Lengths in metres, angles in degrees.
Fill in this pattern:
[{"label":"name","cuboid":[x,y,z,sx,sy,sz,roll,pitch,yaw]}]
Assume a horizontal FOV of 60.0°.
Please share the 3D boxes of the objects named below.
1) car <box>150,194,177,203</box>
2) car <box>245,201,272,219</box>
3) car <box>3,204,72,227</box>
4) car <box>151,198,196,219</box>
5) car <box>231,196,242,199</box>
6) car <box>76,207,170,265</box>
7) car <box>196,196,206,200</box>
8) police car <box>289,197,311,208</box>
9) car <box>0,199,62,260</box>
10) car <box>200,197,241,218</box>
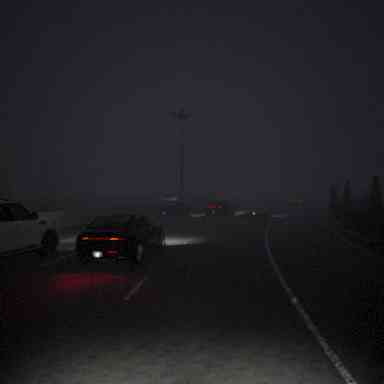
[{"label":"car","cuboid":[-4.595,1.291,55.240,2.150,2.045,5.566,0,0,32]},{"label":"car","cuboid":[5.839,1.520,29.117,1.812,1.442,4.674,0,0,21]},{"label":"car","cuboid":[-10.782,1.601,23.662,1.895,1.301,4.718,0,0,15]},{"label":"car","cuboid":[-1.534,1.529,29.231,1.812,1.442,4.674,0,0,19]},{"label":"car","cuboid":[7.448,1.549,60.136,2.128,1.511,4.902,0,0,39]},{"label":"car","cuboid":[-2.309,1.499,11.754,1.837,1.490,4.892,0,0,8]},{"label":"car","cuboid":[1.929,1.544,58.625,1.882,1.535,5.008,0,0,36]},{"label":"police car","cuboid":[15.651,1.489,47.891,2.038,1.542,4.974,0,0,35]},{"label":"car","cuboid":[-6.140,1.210,9.828,2.150,2.045,5.566,0,0,7]},{"label":"car","cuboid":[2.682,1.492,30.567,2.128,1.511,4.902,0,0,21]}]
